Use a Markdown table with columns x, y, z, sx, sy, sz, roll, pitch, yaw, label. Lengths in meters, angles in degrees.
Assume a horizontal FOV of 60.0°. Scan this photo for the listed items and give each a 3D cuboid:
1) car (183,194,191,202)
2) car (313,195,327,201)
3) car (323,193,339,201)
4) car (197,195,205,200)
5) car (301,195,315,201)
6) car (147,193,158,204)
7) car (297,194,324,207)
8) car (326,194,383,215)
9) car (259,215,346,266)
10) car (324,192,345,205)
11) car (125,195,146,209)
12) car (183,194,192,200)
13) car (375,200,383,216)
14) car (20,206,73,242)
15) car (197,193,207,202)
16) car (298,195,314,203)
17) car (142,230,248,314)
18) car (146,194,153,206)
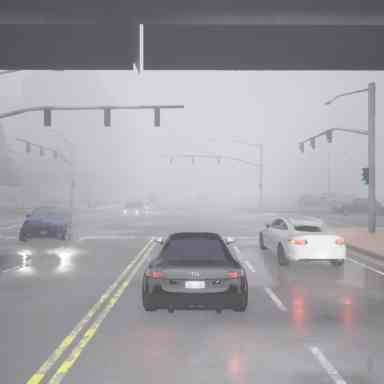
| x | y | z | sx | sy | sz | roll | pitch | yaw | label |
| --- | --- | --- | --- | --- | --- | --- | --- | --- | --- |
| -1.105 | 1.593 | 76.985 | 1.895 | 1.301 | 4.718 | 0 | 0 | 0 | car |
| 30.802 | 1.364 | 79.966 | 1.784 | 1.438 | 3.905 | 0 | 0 | 0 | car |
| 33.485 | 1.153 | 80.025 | 1.932 | 1.855 | 4.605 | 0 | 0 | 0 | car |
| 2.334 | 1.378 | 86.079 | 1.994 | 1.385 | 4.181 | 0 | 0 | 0 | car |
| 27.907 | 1.395 | 79.958 | 1.970 | 1.475 | 3.806 | 0 | 0 | 0 | car |
| -8.059 | 1.221 | 66.089 | 2.150 | 2.045 | 5.566 | 0 | 0 | 0 | car |
| 16.640 | 1.153 | 47.408 | 1.932 | 1.855 | 4.605 | 0 | 0 | 0 | car |
| 16.350 | 1.352 | 33.180 | 4.553 | 1.767 | 2.097 | 0 | 0 | 1 | car |
| 3.581 | 1.526 | 11.385 | 1.812 | 1.442 | 4.674 | 0 | 0 | 0 | car |
| 19.534 | 1.156 | 47.363 | 1.905 | 1.878 | 3.866 | 0 | 0 | 0 | car |
| -7.999 | 1.478 | 46.156 | 1.882 | 1.535 | 5.008 | 0 | 0 | 0 | car |
| -1.166 | 1.351 | 86.056 | 2.128 | 1.511 | 4.902 | 0 | 0 | 0 | car |
| 19.147 | 1.601 | 29.649 | 4.718 | 1.301 | 1.895 | 0 | 0 | 1 | car |
| -7.064 | 1.478 | 16.666 | 1.882 | 1.535 | 5.008 | 2 | -1 | -17 | car |
| 2.395 | 1.223 | 77.011 | 2.150 | 2.045 | 5.566 | 0 | 0 | 0 | car |
| 22.186 | 1.395 | 64.838 | 1.970 | 1.475 | 3.806 | 0 | 0 | 0 | car |
| 0.066 | 1.564 | 7.725 | 1.994 | 1.385 | 4.181 | 0 | 0 | 0 | car |
| -8.050 | 1.526 | 55.436 | 1.812 | 1.442 | 4.674 | 0 | 0 | 0 | car |
